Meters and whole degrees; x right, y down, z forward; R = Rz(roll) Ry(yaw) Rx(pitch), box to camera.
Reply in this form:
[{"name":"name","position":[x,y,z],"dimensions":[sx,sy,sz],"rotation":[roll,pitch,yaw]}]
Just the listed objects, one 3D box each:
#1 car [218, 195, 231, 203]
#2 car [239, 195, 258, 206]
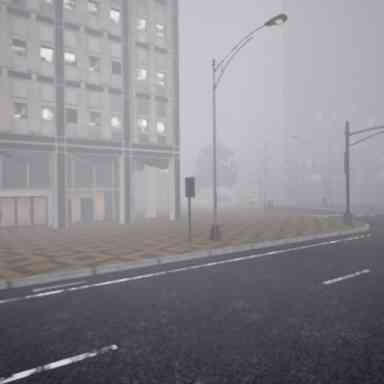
[{"name":"car","position":[6.415,1.338,66.227],"dimensions":[2.128,1.511,4.902],"rotation":[-1,0,-7]},{"name":"car","position":[8.502,1.299,50.235],"dimensions":[1.882,1.535,5.008],"rotation":[-1,0,-7]}]
